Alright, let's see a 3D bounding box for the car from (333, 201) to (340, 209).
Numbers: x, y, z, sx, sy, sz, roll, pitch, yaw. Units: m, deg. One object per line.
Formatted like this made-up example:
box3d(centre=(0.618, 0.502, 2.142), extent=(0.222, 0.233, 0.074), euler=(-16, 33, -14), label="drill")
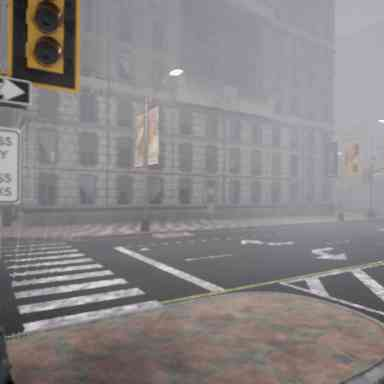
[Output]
box3d(centre=(21.229, 1.788, 52.417), extent=(2.097, 1.767, 4.553), euler=(1, 0, -33), label="car")
